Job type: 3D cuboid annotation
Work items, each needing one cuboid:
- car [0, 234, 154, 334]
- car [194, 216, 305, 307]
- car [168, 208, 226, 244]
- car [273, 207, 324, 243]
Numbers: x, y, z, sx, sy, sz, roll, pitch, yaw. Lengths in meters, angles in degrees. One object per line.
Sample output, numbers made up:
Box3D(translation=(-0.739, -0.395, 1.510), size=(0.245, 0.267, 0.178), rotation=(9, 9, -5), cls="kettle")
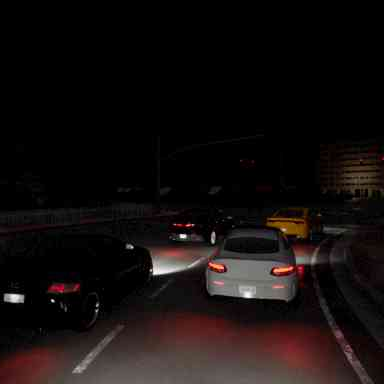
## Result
Box3D(translation=(-2.267, 1.564, 6.962), size=(1.994, 1.385, 4.181), rotation=(0, 0, 11), cls="car")
Box3D(translation=(1.525, 1.526, 7.989), size=(1.812, 1.442, 4.674), rotation=(0, 0, 14), cls="car")
Box3D(translation=(0.611, 1.505, 15.397), size=(1.837, 1.490, 4.892), rotation=(0, 0, 23), cls="car")
Box3D(translation=(5.210, 1.478, 16.499), size=(1.882, 1.535, 5.008), rotation=(0, 0, 30), cls="car")
